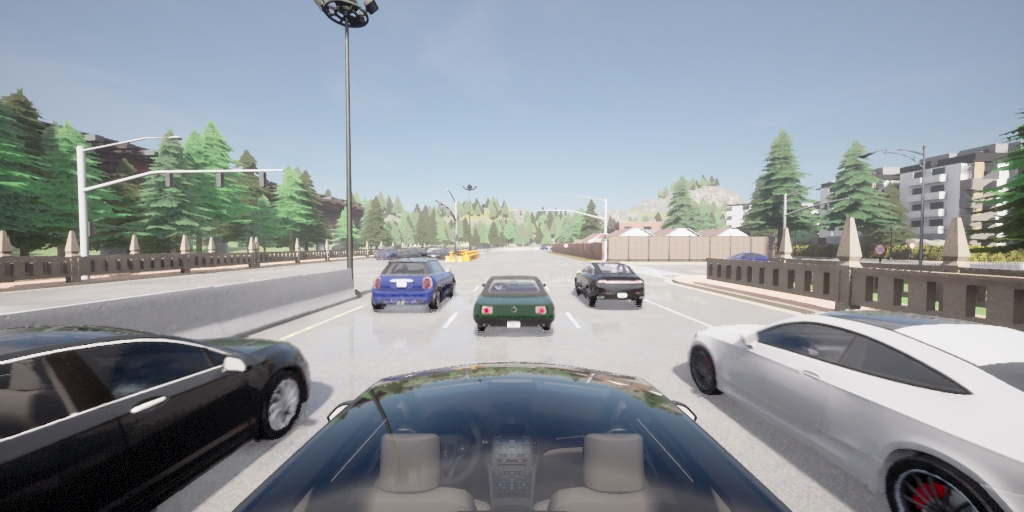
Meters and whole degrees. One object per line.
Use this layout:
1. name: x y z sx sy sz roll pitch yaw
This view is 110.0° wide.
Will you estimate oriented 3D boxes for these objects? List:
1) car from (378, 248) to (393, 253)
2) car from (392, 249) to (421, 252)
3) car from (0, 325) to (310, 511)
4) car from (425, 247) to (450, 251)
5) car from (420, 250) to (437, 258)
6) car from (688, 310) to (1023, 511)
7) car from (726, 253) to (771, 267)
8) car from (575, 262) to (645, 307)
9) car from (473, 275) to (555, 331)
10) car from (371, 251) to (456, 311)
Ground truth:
1. car: -17.636 -0.280 50.575 2.097 1.767 4.553 0 2 0
2. car: -14.145 -0.067 48.592 1.837 1.490 4.892 0 2 0
3. car: -3.407 1.257 2.467 1.837 1.490 4.892 0 1 0
4. car: -10.639 -0.142 50.651 2.128 1.511 4.902 0 2 0
5. car: -14.015 -0.328 60.341 1.895 1.301 4.718 0 2 -1
6. car: 3.594 1.267 3.547 1.812 1.442 4.674 0 1 0
7. car: 21.856 0.409 33.697 4.674 1.442 1.812 0 2 2
8. car: 3.623 0.976 13.950 2.128 1.511 4.902 0 2 2
9. car: 0.059 1.187 10.327 1.895 1.301 4.718 0 2 0
10. car: -3.432 0.849 13.308 2.097 1.767 4.553 0 2 0
